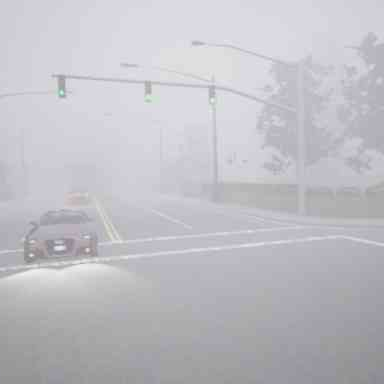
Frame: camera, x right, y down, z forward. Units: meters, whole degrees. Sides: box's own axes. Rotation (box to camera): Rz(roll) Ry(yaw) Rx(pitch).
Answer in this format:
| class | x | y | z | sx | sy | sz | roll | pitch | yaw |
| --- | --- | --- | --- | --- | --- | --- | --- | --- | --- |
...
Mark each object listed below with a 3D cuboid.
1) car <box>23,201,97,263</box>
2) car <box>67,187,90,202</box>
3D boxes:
| class | x | y | z | sx | sy | sz | roll | pitch | yaw |
| --- | --- | --- | --- | --- | --- | --- | --- | --- | --- |
| car | -4.240 | 1.286 | 11.043 | 1.994 | 1.385 | 4.181 | -3 | 3 | -18 |
| car | -11.534 | 0.321 | 33.897 | 2.097 | 1.767 | 4.553 | -3 | 2 | -18 |
